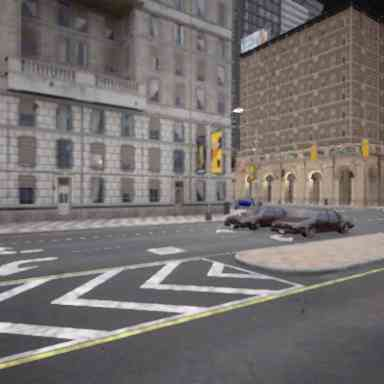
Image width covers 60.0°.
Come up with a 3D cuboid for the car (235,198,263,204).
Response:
[{"bbox_3d":[8.751,1.618,51.158,1.882,1.535,5.008,0,0,-35],"label":"car"}]

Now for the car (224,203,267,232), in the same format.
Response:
[{"bbox_3d":[4.552,1.608,20.939,5.357,1.411,2.033,0,0,-34],"label":"car"}]

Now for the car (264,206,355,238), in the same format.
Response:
[{"bbox_3d":[6.712,1.611,18.172,5.357,1.411,2.033,0,0,-34],"label":"car"}]
